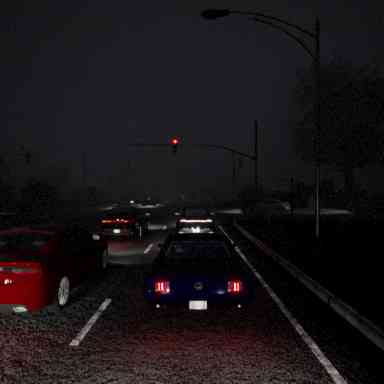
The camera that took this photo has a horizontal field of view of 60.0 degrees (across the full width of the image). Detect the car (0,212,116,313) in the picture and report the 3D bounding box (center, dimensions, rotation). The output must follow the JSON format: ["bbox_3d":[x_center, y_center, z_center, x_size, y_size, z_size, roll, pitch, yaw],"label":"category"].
[{"bbox_3d":[-3.383,1.478,7.805,1.882,1.535,5.008,0,0,0],"label":"car"}]

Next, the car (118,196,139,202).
[{"bbox_3d":[-10.486,1.491,53.185,2.128,1.511,4.902,0,0,1],"label":"car"}]

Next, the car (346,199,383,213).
[{"bbox_3d":[19.656,1.597,35.813,4.718,1.301,1.895,0,0,3],"label":"car"}]

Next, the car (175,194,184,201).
[{"bbox_3d":[-3.292,1.532,84.663,2.033,1.411,5.357,0,0,0],"label":"car"}]

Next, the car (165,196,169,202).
[{"bbox_3d":[-6.823,1.478,73.612,1.882,1.535,5.008,0,0,0],"label":"car"}]

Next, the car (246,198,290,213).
[{"bbox_3d":[8.276,1.526,36.471,4.674,1.442,1.812,0,0,3],"label":"car"}]

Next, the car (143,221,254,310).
[{"bbox_3d":[0.119,1.601,7.778,1.895,1.301,4.718,0,0,0],"label":"car"}]

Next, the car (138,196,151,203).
[{"bbox_3d":[-10.325,1.540,72.919,2.033,1.411,5.357,0,0,0],"label":"car"}]

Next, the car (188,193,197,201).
[{"bbox_3d":[0.208,1.217,84.684,2.150,2.045,5.566,0,0,0],"label":"car"}]

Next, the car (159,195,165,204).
[{"bbox_3d":[-6.892,1.601,63.464,1.895,1.301,4.718,0,0,1],"label":"car"}]

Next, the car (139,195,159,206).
[{"bbox_3d":[-6.958,1.564,54.703,1.994,1.385,4.181,0,0,-1],"label":"car"}]

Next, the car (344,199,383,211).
[{"bbox_3d":[20.671,1.521,39.263,4.674,1.442,1.812,0,0,3],"label":"car"}]

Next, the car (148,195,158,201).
[{"bbox_3d":[-10.281,1.527,87.424,2.033,1.411,5.357,0,0,0],"label":"car"}]

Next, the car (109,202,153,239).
[{"bbox_3d":[-3.359,1.505,17.303,1.837,1.490,4.892,0,0,0],"label":"car"}]

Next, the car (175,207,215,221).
[{"bbox_3d":[0.150,1.491,17.040,2.128,1.511,4.902,0,0,-1],"label":"car"}]

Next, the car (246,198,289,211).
[{"bbox_3d":[9.022,1.505,40.131,4.892,1.490,1.837,0,0,6],"label":"car"}]

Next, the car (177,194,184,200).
[{"bbox_3d":[-3.226,1.327,95.071,1.882,1.535,5.008,0,0,1],"label":"car"}]
